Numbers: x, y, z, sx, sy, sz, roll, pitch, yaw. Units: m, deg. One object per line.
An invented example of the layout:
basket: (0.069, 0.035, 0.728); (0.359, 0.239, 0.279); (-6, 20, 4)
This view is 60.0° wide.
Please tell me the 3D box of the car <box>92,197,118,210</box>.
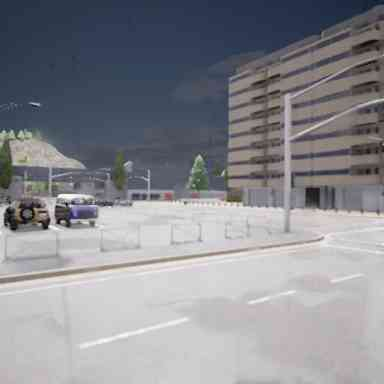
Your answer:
car: (-14.753, 1.847, 56.181); (1.895, 1.301, 4.718); (1, 0, -35)

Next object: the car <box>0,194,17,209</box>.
car: (-29.985, 1.269, 53.390); (1.932, 1.855, 4.605); (1, 0, -35)

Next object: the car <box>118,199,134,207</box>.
car: (-11.897, 1.879, 58.205); (1.895, 1.301, 4.718); (1, 0, -35)
